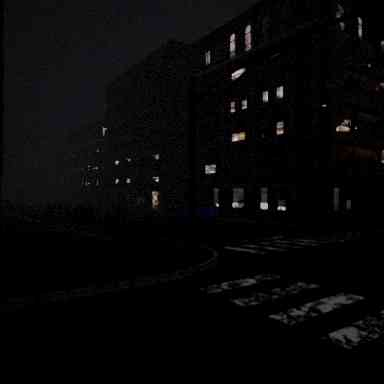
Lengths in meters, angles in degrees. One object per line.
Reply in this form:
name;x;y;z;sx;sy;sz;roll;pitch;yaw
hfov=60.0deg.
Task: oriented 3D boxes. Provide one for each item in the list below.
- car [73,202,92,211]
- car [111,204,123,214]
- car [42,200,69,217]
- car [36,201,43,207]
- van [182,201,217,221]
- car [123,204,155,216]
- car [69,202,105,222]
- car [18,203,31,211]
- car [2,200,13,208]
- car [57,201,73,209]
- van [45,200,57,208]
car;-19.422;2.490;58.694;1.752;1.417;4.829;-1;0;-36
car;-9.417;2.247;44.831;1.947;1.339;4.313;-1;0;-36
car;-16.161;2.091;39.966;1.967;1.590;4.097;-1;0;-36
car;-39.131;3.092;86.006;1.947;1.339;4.313;-1;0;-36
van;0.622;1.745;31.206;1.690;1.788;3.998;-1;0;-36
car;-6.215;2.117;40.394;1.752;1.417;4.829;-1;0;-36
car;-9.558;1.905;30.816;1.967;1.590;4.097;-1;0;-36
car;-29.266;2.548;58.129;1.752;1.417;4.829;-1;0;-36
car;-42.577;2.716;76.568;2.192;1.841;5.009;-1;0;-36
car;-25.927;2.590;67.707;1.967;1.590;4.097;-1;0;-36
van;-32.534;2.679;76.858;1.690;1.788;3.998;-1;0;-36
